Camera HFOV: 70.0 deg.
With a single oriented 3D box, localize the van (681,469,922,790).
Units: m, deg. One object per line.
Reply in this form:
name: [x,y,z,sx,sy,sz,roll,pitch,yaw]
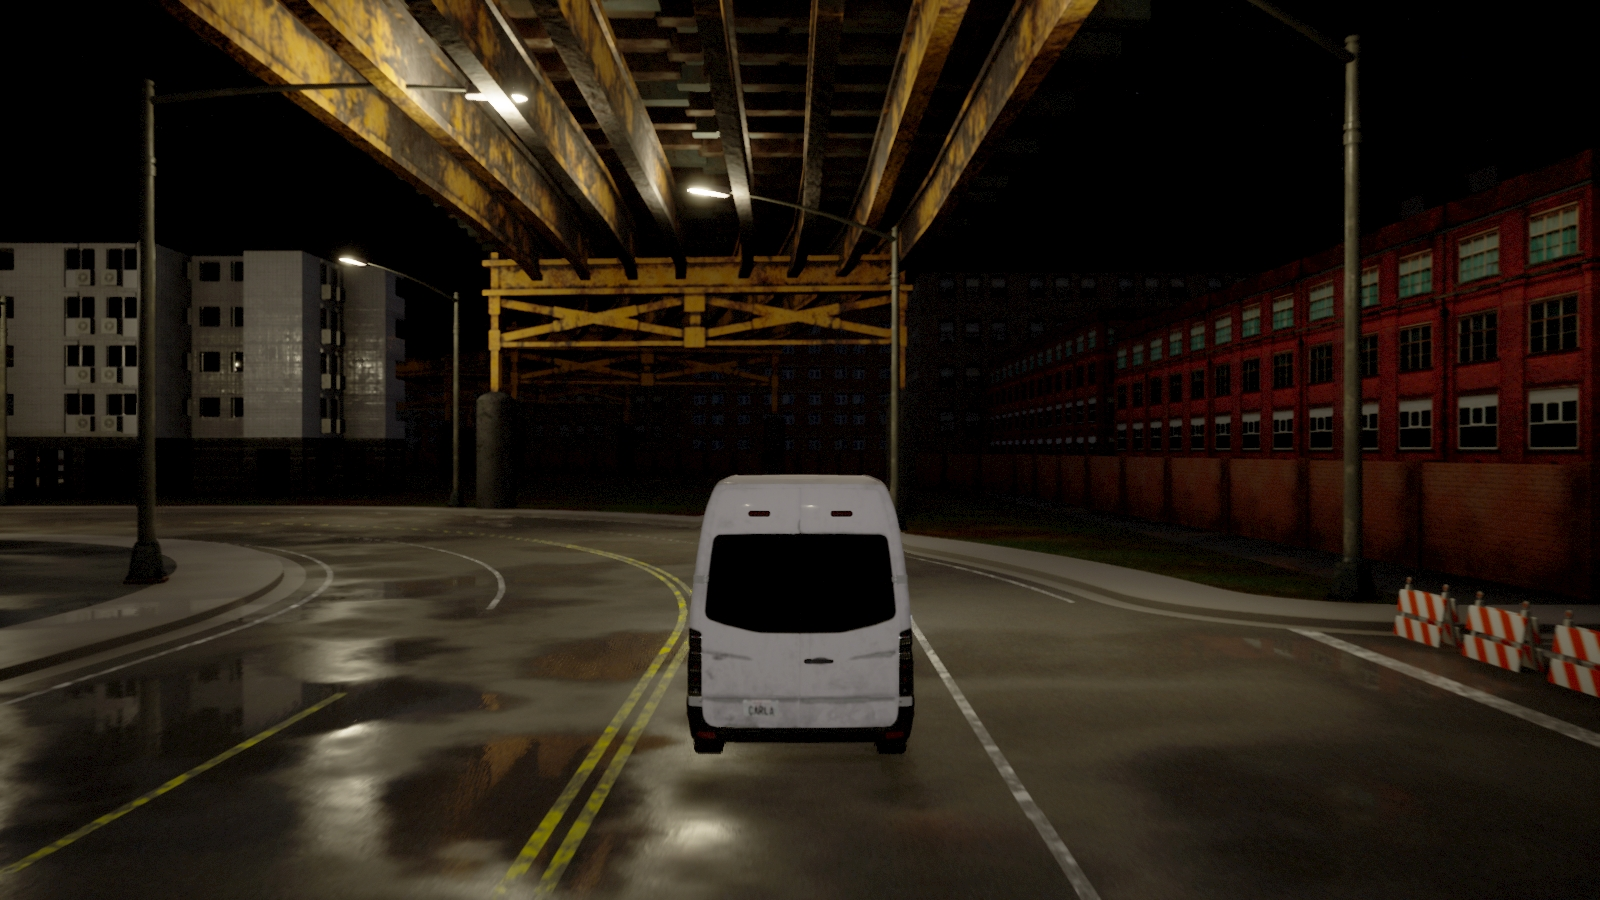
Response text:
van: [0.008,1.536,12.409,1.988,2.561,5.915,0,0,0]
